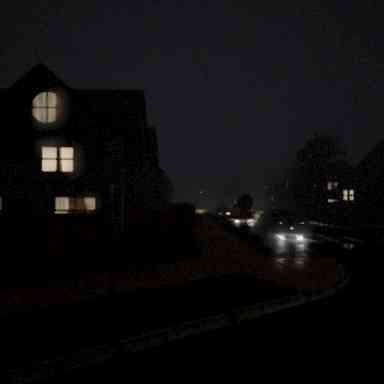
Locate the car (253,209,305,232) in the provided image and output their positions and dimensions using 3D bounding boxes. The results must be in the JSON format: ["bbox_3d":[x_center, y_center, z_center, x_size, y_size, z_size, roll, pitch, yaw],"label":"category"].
[{"bbox_3d":[6.005,1.890,23.044,2.033,1.411,5.357,0,-1,-3],"label":"car"}]

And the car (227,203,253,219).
[{"bbox_3d":[5.639,2.052,37.706,2.097,1.767,4.553,0,-1,-1],"label":"car"}]

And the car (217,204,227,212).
[{"bbox_3d":[5.263,2.725,56.986,2.033,1.411,5.357,0,-1,-1],"label":"car"}]
